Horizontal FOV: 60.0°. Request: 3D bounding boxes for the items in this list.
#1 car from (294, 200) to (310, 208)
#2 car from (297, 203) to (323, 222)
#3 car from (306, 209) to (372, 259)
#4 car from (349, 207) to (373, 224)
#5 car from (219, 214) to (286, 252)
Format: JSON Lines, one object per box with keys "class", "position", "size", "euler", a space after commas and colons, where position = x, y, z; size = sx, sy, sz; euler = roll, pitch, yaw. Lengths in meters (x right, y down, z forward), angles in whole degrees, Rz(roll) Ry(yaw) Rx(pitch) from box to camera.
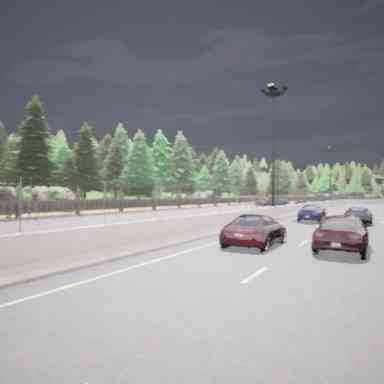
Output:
{"class": "car", "position": [20.145, 2.165, 60.884], "size": [1.895, 1.301, 4.718], "euler": [0, 0, 29]}
{"class": "car", "position": [10.221, 1.795, 28.230], "size": [1.812, 1.442, 4.674], "euler": [0, 0, 29]}
{"class": "car", "position": [6.059, 1.665, 13.403], "size": [1.812, 1.442, 4.674], "euler": [0, 0, 29]}
{"class": "car", "position": [13.062, 1.851, 26.135], "size": [1.994, 1.385, 4.181], "euler": [0, 0, 29]}
{"class": "car", "position": [2.807, 1.679, 14.751], "size": [1.994, 1.385, 4.181], "euler": [0, 0, 29]}
